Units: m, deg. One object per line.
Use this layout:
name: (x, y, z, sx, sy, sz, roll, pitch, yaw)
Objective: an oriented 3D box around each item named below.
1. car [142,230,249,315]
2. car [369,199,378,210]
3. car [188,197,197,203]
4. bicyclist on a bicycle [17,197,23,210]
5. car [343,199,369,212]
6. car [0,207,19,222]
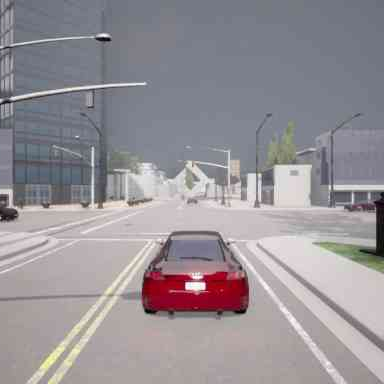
car: (0.071, 1.564, 7.642, 1.994, 1.385, 4.181, 0, 0, 0)
car: (21.524, 1.167, 33.585, 5.566, 2.045, 2.150, 0, 0, 0)
car: (0.110, 1.601, 66.722, 1.895, 1.301, 4.718, 0, 0, 1)
bicyclist on a bicycle: (-21.999, 1.466, 42.523, 0.582, 1.620, 1.656, -1, 0, 0)
car: (19.849, 1.502, 37.088, 5.357, 1.411, 2.033, 0, 0, -1)
car: (-16.318, 1.584, 26.093, 5.008, 1.535, 1.882, -1, 0, 0)
